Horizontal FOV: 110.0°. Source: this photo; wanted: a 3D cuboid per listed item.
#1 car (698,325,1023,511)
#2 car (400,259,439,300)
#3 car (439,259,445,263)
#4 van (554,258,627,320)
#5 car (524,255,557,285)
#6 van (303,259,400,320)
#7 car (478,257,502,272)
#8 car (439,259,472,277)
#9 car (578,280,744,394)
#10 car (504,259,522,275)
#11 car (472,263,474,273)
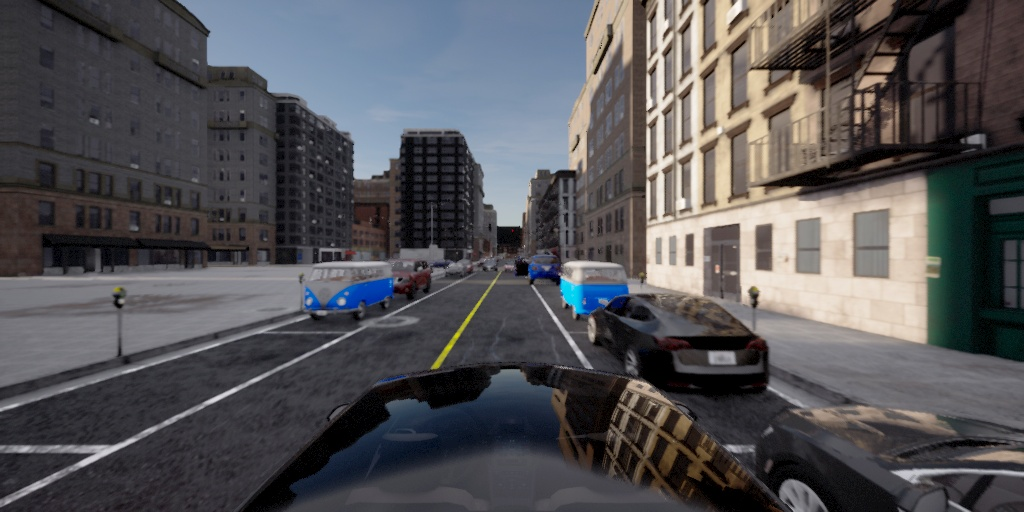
[{"bbox_3d":[2.637,1.301,0.899,2.007,1.370,4.403,0,0,0],"label":"car"},{"bbox_3d":[-5.393,1.056,17.938,2.192,1.841,5.009,0,0,0],"label":"car"},{"bbox_3d":[-10.833,1.189,56.003,4.674,1.442,1.812,0,0,0],"label":"car"},{"bbox_3d":[2.634,1.085,12.259,1.690,1.789,3.998,0,0,0],"label":"van"},{"bbox_3d":[2.261,0.958,26.087,2.150,2.045,5.566,0,0,0],"label":"car"},{"bbox_3d":[-5.391,1.086,12.257,1.690,1.789,3.998,0,0,0],"label":"van"},{"bbox_3d":[-2.766,1.215,46.286,2.128,1.511,4.902,0,0,0],"label":"car"},{"bbox_3d":[-5.397,1.282,34.978,2.007,1.370,4.403,0,0,0],"label":"car"},{"bbox_3d":[2.636,1.313,6.580,1.948,1.339,4.313,0,0,0],"label":"car"},{"bbox_3d":[-0.012,1.323,44.447,1.895,1.301,4.718,0,0,0],"label":"car"},{"bbox_3d":[-5.399,1.166,40.658,1.967,1.591,4.097,0,0,0],"label":"car"}]
